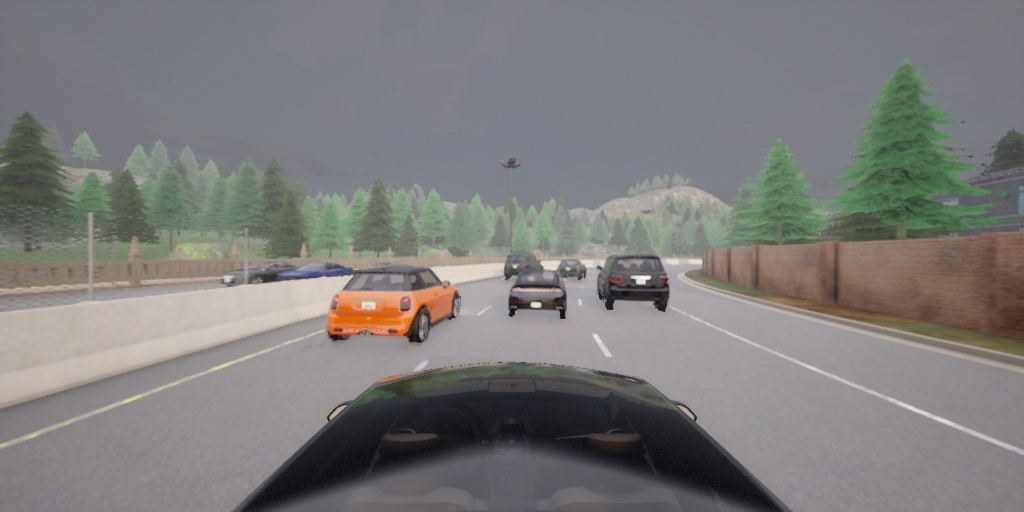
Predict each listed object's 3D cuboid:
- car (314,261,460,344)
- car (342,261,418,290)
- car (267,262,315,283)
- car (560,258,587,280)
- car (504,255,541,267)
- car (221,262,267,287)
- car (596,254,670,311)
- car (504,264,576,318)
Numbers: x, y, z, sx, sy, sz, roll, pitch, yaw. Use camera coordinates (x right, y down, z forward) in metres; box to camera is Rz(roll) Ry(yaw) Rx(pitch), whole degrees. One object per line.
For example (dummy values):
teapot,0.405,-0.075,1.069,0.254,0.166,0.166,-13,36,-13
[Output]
car,-2.851,1.064,9.708,2.097,1.767,4.553,0,0,5
car,-8.123,1.137,22.671,2.128,1.511,4.902,0,0,13
car,-11.843,1.104,21.879,1.882,1.535,5.008,0,0,11
car,5.068,1.051,30.239,2.097,1.767,4.553,0,0,18
car,1.024,0.900,29.244,2.150,2.045,5.566,0,0,17
car,-15.315,1.099,22.327,2.128,1.511,4.902,0,0,11
car,4.757,0.961,14.702,2.150,2.045,5.566,0,0,9
car,1.000,1.216,12.876,2.128,1.511,4.902,0,0,7
